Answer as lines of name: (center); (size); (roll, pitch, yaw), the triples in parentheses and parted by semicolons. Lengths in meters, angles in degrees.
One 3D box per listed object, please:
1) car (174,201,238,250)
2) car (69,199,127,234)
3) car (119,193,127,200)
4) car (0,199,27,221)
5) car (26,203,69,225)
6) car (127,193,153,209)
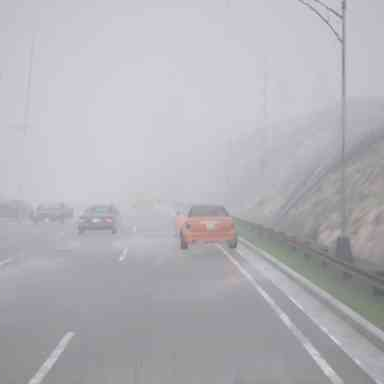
car: (0.417, 1.187, 13.801); (2.097, 1.767, 4.553); (0, 1, -6)
car: (-4.833, 1.352, 17.836); (2.033, 1.411, 5.357); (0, 1, -8)
car: (-9.499, 0.935, 48.735); (1.882, 1.535, 5.008); (0, 1, -22)
car: (-13.103, 1.260, 24.196); (1.837, 1.490, 4.892); (0, 1, -11)
car: (-9.104, 1.368, 22.110); (1.895, 1.301, 4.718); (0, 1, -10)
car: (-5.783, 0.924, 37.978); (2.097, 1.767, 4.553); (0, 1, -17)
